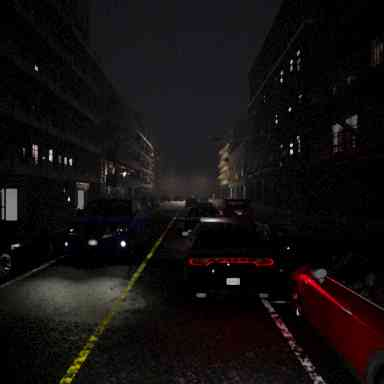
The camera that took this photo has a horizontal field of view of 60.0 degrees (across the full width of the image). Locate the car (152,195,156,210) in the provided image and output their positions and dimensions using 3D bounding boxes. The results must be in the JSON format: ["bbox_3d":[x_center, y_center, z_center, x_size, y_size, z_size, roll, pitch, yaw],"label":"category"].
[{"bbox_3d":[-5.679,1.435,38.224,1.967,1.590,4.097,0,0,0],"label":"car"}]

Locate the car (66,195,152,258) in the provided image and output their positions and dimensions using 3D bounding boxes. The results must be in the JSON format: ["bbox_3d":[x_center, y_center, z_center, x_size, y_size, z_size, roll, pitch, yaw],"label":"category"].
[{"bbox_3d":[-3.096,1.221,13.149,2.150,2.045,5.566,0,0,0],"label":"car"}]

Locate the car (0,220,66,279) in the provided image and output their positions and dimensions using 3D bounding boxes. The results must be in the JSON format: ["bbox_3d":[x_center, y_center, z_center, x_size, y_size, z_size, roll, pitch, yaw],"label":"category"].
[{"bbox_3d":[-5.686,1.566,10.040,1.947,1.339,4.313,0,0,0],"label":"car"}]

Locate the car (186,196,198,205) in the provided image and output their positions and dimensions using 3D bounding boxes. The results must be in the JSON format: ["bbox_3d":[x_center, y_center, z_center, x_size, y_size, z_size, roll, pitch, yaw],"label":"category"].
[{"bbox_3d":[0.015,1.535,59.913,2.033,1.411,5.357,0,0,0],"label":"car"}]

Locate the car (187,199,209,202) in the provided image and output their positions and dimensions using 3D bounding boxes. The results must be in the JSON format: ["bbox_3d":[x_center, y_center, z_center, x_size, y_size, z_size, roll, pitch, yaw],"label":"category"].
[{"bbox_3d":[0.790,1.503,24.505,1.837,1.490,4.892,0,0,-2],"label":"car"}]

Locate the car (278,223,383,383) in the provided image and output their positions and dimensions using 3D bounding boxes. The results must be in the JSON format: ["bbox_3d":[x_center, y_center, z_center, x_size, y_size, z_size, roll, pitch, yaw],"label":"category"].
[{"bbox_3d":[2.694,1.440,4.400,1.967,1.590,4.097,0,0,0],"label":"car"}]

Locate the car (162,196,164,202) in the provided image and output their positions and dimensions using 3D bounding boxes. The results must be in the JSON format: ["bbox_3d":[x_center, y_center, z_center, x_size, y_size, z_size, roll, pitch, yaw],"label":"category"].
[{"bbox_3d":[-5.677,1.573,49.497,1.802,1.307,4.206,0,0,0],"label":"car"}]

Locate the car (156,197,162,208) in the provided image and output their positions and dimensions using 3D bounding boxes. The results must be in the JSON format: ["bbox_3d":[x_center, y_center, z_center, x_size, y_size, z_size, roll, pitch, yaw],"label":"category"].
[{"bbox_3d":[-5.677,1.308,43.861,2.192,1.841,5.009,0,0,0],"label":"car"}]

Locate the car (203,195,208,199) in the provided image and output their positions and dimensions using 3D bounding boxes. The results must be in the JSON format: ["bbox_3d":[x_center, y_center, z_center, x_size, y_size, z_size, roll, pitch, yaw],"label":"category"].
[{"bbox_3d":[2.709,1.508,72.206,1.752,1.417,4.829,0,0,0],"label":"car"}]

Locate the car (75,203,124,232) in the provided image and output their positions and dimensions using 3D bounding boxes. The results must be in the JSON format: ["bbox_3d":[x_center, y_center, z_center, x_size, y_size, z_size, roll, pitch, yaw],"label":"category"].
[{"bbox_3d":[-5.683,1.524,21.144,1.752,1.417,4.829,0,0,0],"label":"car"}]

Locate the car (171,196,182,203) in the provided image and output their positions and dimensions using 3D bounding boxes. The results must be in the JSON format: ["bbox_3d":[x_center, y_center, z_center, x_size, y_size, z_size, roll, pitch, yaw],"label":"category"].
[{"bbox_3d":[-2.983,1.508,71.514,1.812,1.442,4.674,0,0,0],"label":"car"}]

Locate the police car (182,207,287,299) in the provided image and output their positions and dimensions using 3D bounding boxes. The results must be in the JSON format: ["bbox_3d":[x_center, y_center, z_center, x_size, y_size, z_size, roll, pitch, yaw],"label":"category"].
[{"bbox_3d":[0.762,1.426,8.646,1.930,1.638,5.238,0,0,0],"label":"police car"}]

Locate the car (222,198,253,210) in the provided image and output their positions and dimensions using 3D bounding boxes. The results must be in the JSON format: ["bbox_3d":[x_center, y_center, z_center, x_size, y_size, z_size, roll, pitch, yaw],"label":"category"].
[{"bbox_3d":[2.699,1.314,21.309,2.192,1.841,5.009,0,0,0],"label":"car"}]

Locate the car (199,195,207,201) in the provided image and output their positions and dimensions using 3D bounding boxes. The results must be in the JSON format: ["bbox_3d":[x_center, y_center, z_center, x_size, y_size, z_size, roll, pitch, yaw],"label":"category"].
[{"bbox_3d":[2.712,1.522,83.309,1.887,1.381,4.507,0,0,0],"label":"car"}]

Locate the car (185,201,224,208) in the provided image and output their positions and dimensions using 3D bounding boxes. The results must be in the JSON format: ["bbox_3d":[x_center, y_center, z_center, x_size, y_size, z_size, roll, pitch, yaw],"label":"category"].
[{"bbox_3d":[0.671,1.481,18.602,1.882,1.535,5.008,0,0,5],"label":"car"}]

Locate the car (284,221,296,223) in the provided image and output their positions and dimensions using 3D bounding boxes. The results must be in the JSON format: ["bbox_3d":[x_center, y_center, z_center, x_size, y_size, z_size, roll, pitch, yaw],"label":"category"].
[{"bbox_3d":[2.696,1.551,10.035,2.008,1.369,4.403,0,0,0],"label":"car"}]

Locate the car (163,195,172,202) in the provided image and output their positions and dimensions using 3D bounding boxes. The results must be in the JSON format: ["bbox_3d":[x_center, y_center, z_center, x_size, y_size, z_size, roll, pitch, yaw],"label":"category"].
[{"bbox_3d":[-5.670,1.420,77.678,1.967,1.590,4.097,0,0,0],"label":"car"}]

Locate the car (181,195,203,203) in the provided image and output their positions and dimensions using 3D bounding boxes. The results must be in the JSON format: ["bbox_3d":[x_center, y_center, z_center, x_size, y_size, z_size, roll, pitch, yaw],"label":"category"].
[{"bbox_3d":[0.022,1.484,46.212,2.128,1.511,4.902,0,0,0],"label":"car"}]

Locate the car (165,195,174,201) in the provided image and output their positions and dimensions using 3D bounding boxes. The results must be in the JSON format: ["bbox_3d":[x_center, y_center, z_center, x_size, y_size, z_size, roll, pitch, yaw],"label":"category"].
[{"bbox_3d":[-5.669,1.522,83.315,1.887,1.381,4.507,0,0,0],"label":"car"}]

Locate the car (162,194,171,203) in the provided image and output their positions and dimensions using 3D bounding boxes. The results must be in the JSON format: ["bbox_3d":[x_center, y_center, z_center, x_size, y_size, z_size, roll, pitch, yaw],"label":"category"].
[{"bbox_3d":[-5.670,1.298,72.042,2.192,1.841,5.009,0,0,0],"label":"car"}]
